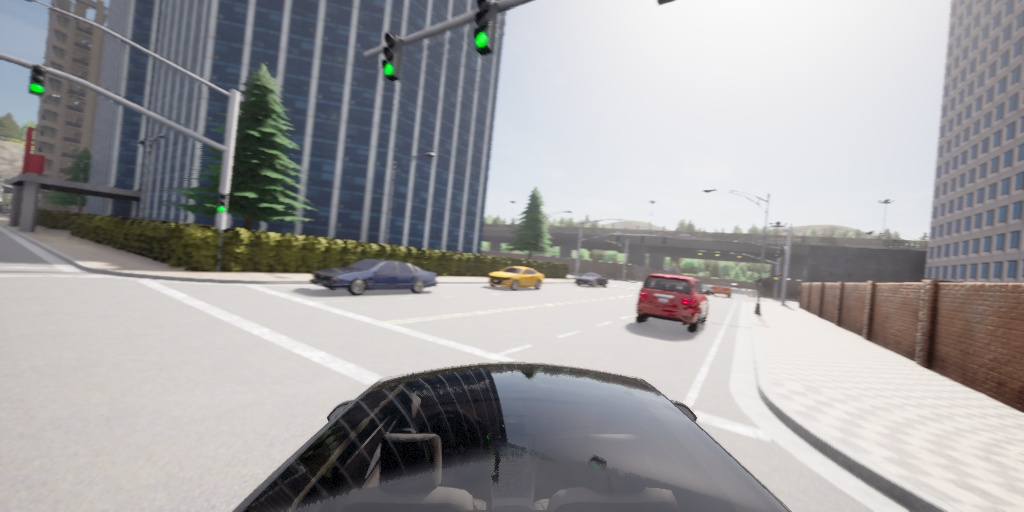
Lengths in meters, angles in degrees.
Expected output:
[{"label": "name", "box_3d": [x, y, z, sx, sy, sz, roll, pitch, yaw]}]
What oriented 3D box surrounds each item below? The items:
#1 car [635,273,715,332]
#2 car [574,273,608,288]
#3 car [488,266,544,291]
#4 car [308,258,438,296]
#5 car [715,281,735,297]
[{"label": "car", "box_3d": [6.787, 1.839, 14.901, 2.150, 2.045, 5.566, 6, -1, 33]}, {"label": "car", "box_3d": [8.187, 2.423, 36.405, 2.033, 1.411, 5.357, 6, -1, 34]}, {"label": "car", "box_3d": [0.371, 1.448, 24.451, 1.882, 1.535, 5.008, 6, -1, 33]}, {"label": "car", "box_3d": [-5.553, 0.832, 15.327, 2.033, 1.411, 5.357, 6, -1, 33]}, {"label": "car", "box_3d": [26.646, 4.135, 45.549, 2.097, 1.767, 4.553, 6, -1, 33]}]
